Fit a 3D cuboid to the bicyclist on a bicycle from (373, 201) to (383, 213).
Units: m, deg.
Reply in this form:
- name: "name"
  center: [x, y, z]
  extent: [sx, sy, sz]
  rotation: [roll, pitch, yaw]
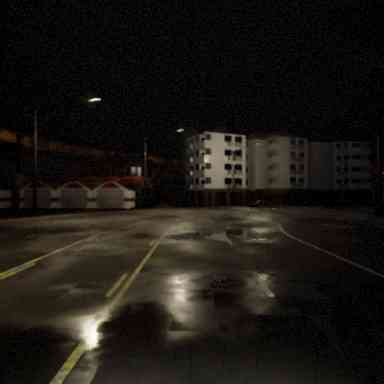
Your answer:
- name: "bicyclist on a bicycle"
  center: [21.124, 1.640, 37.358]
  extent: [0.582, 1.620, 1.656]
  rotation: [0, -1, -34]

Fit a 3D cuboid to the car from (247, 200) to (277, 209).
- name: "car"
  center: [11.548, 2.031, 54.842]
  extent: [5.357, 1.411, 2.033]
  rotation: [0, -1, -33]

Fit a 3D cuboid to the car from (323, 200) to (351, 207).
- name: "car"
  center: [26.734, 2.150, 61.317]
  extent: [4.718, 1.301, 1.895]
  rotation: [0, -1, -15]
